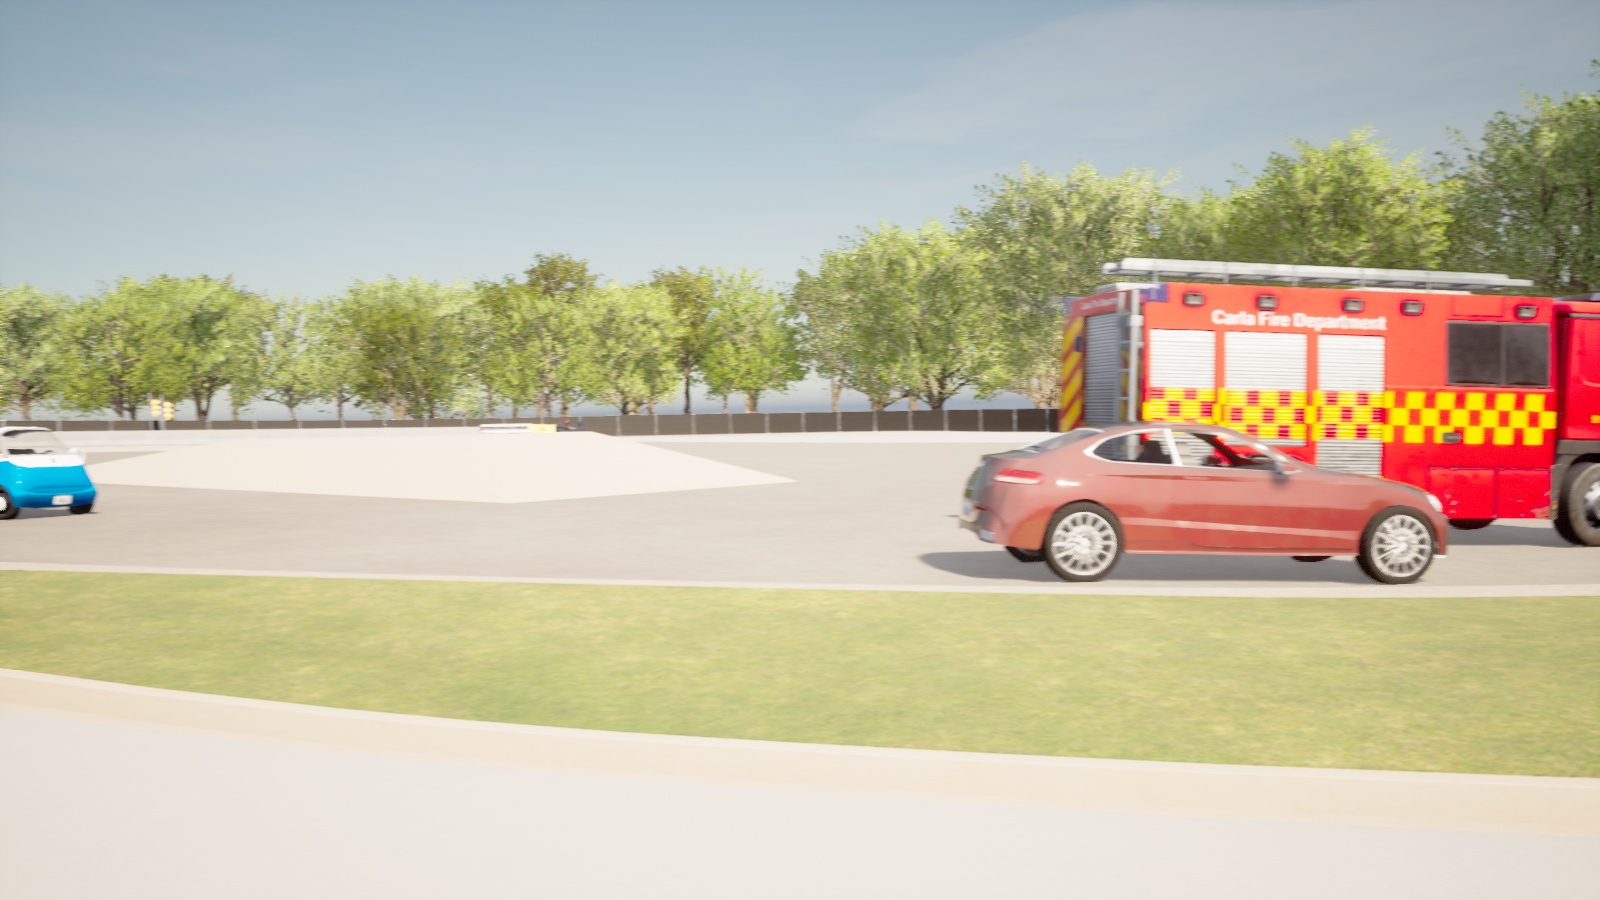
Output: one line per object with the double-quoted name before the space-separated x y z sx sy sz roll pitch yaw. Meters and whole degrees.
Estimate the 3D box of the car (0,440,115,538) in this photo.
"car" -11.989 0.581 19.284 2.207 1.376 1.481 -1 1 22

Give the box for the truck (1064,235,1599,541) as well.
"truck" 8.341 -0.845 17.916 8.468 3.827 2.891 0 2 -10

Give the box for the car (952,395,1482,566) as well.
"car" 4.355 0.265 13.684 5.027 1.651 2.152 -1 2 -4
